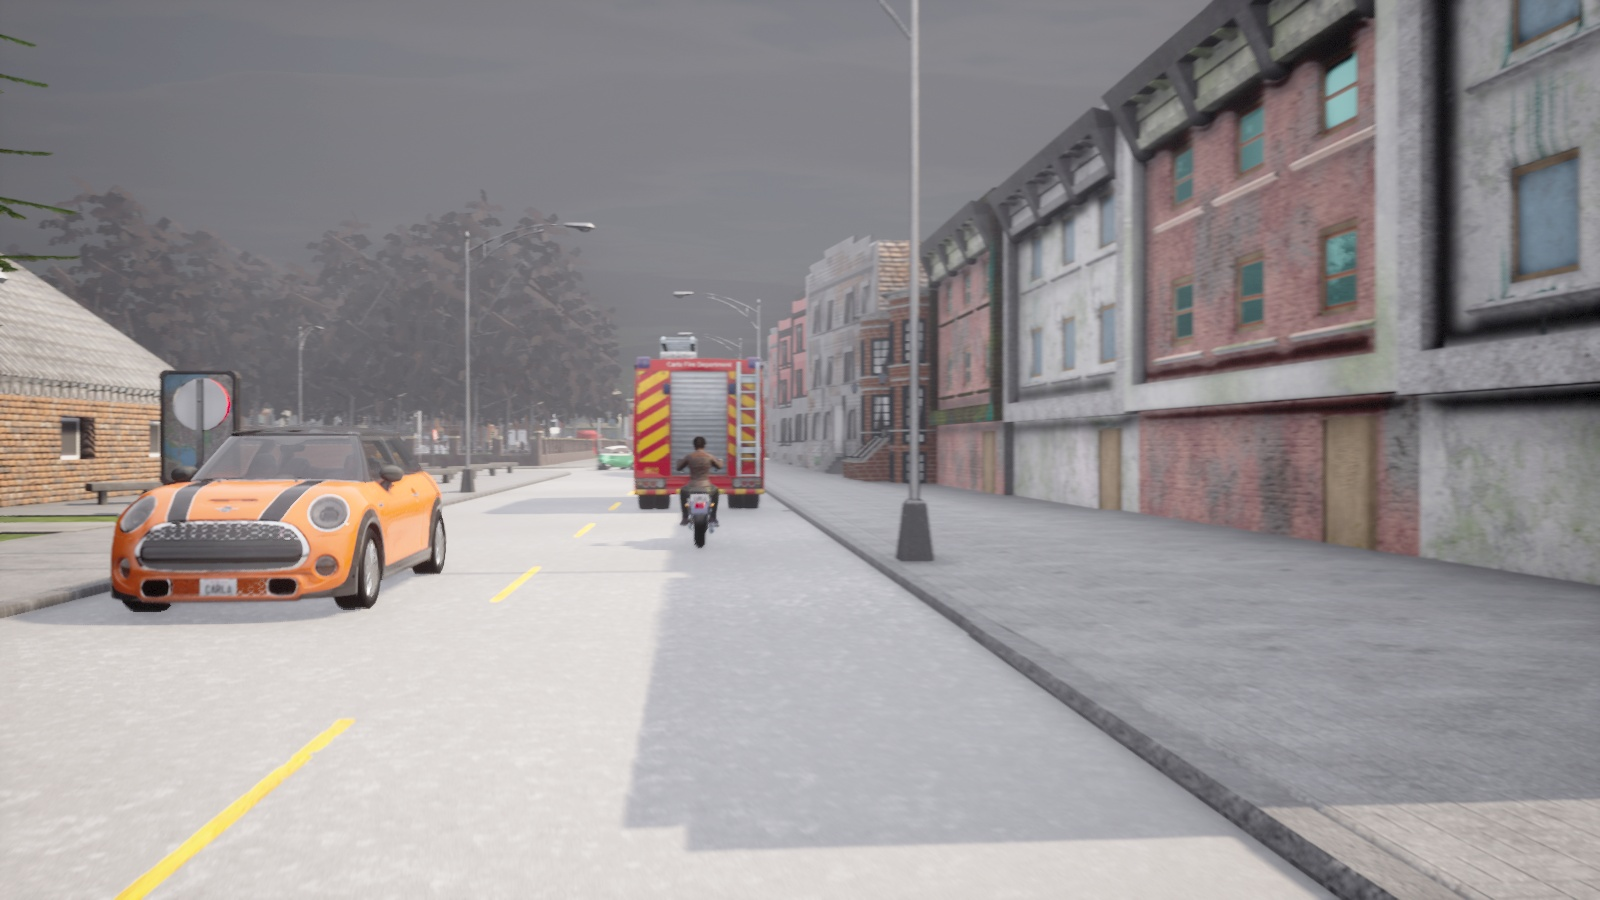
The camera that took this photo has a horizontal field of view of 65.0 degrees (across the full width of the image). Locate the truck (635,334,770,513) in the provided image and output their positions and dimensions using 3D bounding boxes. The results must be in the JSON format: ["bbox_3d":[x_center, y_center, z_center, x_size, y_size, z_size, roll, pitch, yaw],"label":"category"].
[{"bbox_3d":[-2.419,-0.586,31.230,2.891,3.827,8.468,0,0,-4],"label":"truck"}]

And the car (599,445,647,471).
[{"bbox_3d":[-9.924,0.425,70.318,2.207,1.376,1.481,-1,1,-36],"label":"car"}]

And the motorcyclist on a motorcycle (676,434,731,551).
[{"bbox_3d":[-1.455,0.595,18.928,0.766,1.649,2.350,0,0,-4],"label":"motorcyclist on a motorcycle"}]

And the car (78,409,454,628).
[{"bbox_3d":[-4.963,0.539,12.492,2.097,1.767,4.553,0,0,-4],"label":"car"}]
